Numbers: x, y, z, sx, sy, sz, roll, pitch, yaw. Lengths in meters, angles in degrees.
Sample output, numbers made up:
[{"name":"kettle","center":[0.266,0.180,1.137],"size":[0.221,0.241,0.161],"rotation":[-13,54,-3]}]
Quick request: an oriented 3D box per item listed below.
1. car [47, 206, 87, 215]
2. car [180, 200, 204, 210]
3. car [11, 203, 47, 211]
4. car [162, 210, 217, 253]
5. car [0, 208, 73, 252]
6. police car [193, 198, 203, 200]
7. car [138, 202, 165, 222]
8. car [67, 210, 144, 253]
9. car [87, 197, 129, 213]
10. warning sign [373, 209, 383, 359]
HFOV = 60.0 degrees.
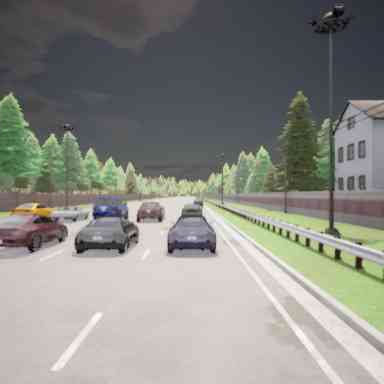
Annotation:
[{"name":"car","center":[-10.512,1.872,29.097],"size":[1.895,1.301,4.718],"rotation":[0,0,0]},{"name":"car","center":[-0.010,1.781,29.292],"size":[1.837,1.490,4.892],"rotation":[0,0,0]},{"name":"car","center":[-14.009,1.753,29.478],"size":[1.882,1.535,5.008],"rotation":[0,0,0]},{"name":"car","center":[-0.003,1.699,14.345],"size":[1.994,1.385,4.181],"rotation":[0,0,0]},{"name":"car","center":[-7.003,1.660,14.364],"size":[1.812,1.442,4.674],"rotation":[0,0,0]},{"name":"police car","center":[1.195,2.020,63.977],"size":[1.930,1.638,5.238],"rotation":[0,-1,0]},{"name":"car","center":[-3.512,1.621,29.079],"size":[2.097,1.767,4.553],"rotation":[0,-1,0]},{"name":"car","center":[-3.503,1.699,14.336],"size":[1.994,1.385,4.181],"rotation":[0,0,0]},{"name":"car","center":[-7.013,1.487,29.005],"size":[2.150,2.045,5.566],"rotation":[0,0,0]},{"name":"warning sign","center":[3.048,1.152,3.874],"size":[1.300,1.860,1.060],"rotation":[0,-1,0]}]
